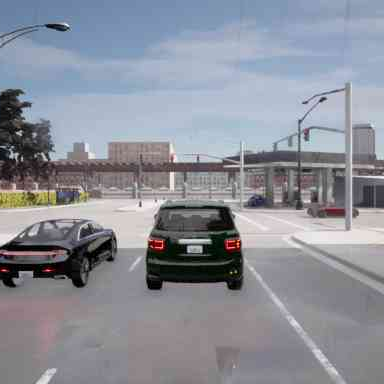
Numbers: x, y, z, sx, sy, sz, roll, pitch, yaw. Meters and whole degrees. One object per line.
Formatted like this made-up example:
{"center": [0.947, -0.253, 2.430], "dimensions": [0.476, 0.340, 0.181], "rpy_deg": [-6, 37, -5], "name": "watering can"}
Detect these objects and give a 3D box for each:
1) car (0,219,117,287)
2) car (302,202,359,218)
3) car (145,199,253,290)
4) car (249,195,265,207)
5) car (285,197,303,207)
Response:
{"center": [-3.431, 1.492, 9.315], "dimensions": [2.128, 1.511, 4.902], "rpy_deg": [0, 0, 0], "name": "car"}
{"center": [12.355, 1.564, 29.288], "dimensions": [4.181, 1.385, 1.994], "rpy_deg": [0, 0, -1], "name": "car"}
{"center": [0.073, 1.221, 9.231], "dimensions": [2.150, 2.045, 5.566], "rpy_deg": [0, 0, 0], "name": "car"}
{"center": [9.651, 1.295, 49.415], "dimensions": [2.242, 1.667, 4.611], "rpy_deg": [0, 0, 0], "name": "car"}
{"center": [15.395, 1.456, 50.184], "dimensions": [1.970, 1.475, 3.806], "rpy_deg": [0, 0, 0], "name": "car"}
